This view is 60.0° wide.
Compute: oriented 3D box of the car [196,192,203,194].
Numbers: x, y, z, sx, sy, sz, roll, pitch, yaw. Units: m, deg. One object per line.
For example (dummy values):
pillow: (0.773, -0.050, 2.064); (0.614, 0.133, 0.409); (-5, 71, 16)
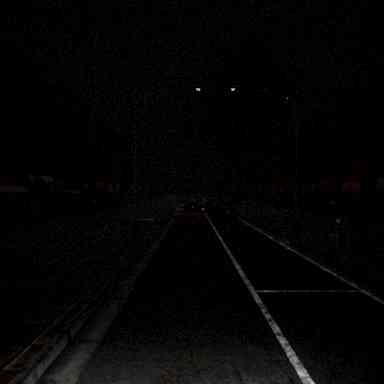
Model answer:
car: (2.651, 1.127, 76.709); (2.192, 1.841, 5.009); (0, 0, 0)

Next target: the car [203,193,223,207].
car: (2.642, 1.265, 37.887); (2.192, 1.841, 5.009); (0, 0, 0)

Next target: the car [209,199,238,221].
car: (2.641, 1.546, 26.796); (1.947, 1.339, 4.313); (0, 0, 0)

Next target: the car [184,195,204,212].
car: (0.096, 1.429, 37.635); (1.882, 1.535, 5.008); (0, 0, 0)

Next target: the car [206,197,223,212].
car: (2.642, 1.490, 32.512); (1.752, 1.417, 4.829); (0, 0, 0)

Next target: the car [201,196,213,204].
car: (2.648, 1.432, 60.073); (2.008, 1.369, 4.403); (0, 0, 0)

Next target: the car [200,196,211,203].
car: (2.649, 1.409, 65.618); (2.008, 1.369, 4.403); (0, 0, 0)

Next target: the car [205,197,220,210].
car: (2.644, 1.460, 43.603); (1.752, 1.417, 4.829); (0, 0, 0)

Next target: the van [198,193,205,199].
van: (2.654, 1.084, 93.346); (1.690, 1.788, 3.998); (0, 0, 0)

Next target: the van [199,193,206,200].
van: (2.652, 1.130, 82.255); (1.690, 1.788, 3.998); (0, 0, 0)
